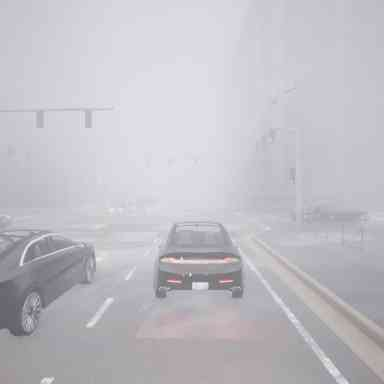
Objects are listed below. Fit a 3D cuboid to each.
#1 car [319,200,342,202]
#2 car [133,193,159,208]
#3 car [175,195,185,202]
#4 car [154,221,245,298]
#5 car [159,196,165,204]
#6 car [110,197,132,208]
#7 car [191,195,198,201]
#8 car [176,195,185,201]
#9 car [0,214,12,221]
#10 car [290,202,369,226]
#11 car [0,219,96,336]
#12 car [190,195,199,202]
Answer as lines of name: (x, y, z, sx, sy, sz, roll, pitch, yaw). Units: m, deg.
car: (13.456, 1.492, 32.929, 5.357, 1.411, 2.033, 0, 0, 0)
car: (-6.721, 1.221, 49.435, 2.150, 2.045, 5.566, 0, 0, 2)
car: (-2.937, 1.497, 75.743, 1.837, 1.490, 4.892, 0, 0, 0)
car: (0.139, 1.492, 8.467, 2.128, 1.511, 4.902, 0, 0, 0)
car: (-6.631, 1.492, 59.649, 2.128, 1.511, 4.902, 0, 0, 1)
car: (-10.249, 1.564, 47.117, 1.994, 1.385, 4.181, 0, 0, 0)
car: (0.636, 1.461, 85.419, 1.882, 1.535, 5.008, 0, 0, 0)
car: (-2.864, 1.523, 85.445, 2.033, 1.411, 5.357, 0, 0, 0)
car: (-12.955, 1.574, 19.905, 4.718, 1.301, 1.895, 0, 0, 28)
car: (9.137, 1.544, 22.235, 4.718, 1.301, 1.895, 0, 0, 0)
car: (-3.396, 1.492, 6.649, 2.128, 1.511, 4.902, 0, 0, 1)
car: (0.568, 1.593, 76.374, 1.895, 1.301, 4.718, 0, 0, 0)
